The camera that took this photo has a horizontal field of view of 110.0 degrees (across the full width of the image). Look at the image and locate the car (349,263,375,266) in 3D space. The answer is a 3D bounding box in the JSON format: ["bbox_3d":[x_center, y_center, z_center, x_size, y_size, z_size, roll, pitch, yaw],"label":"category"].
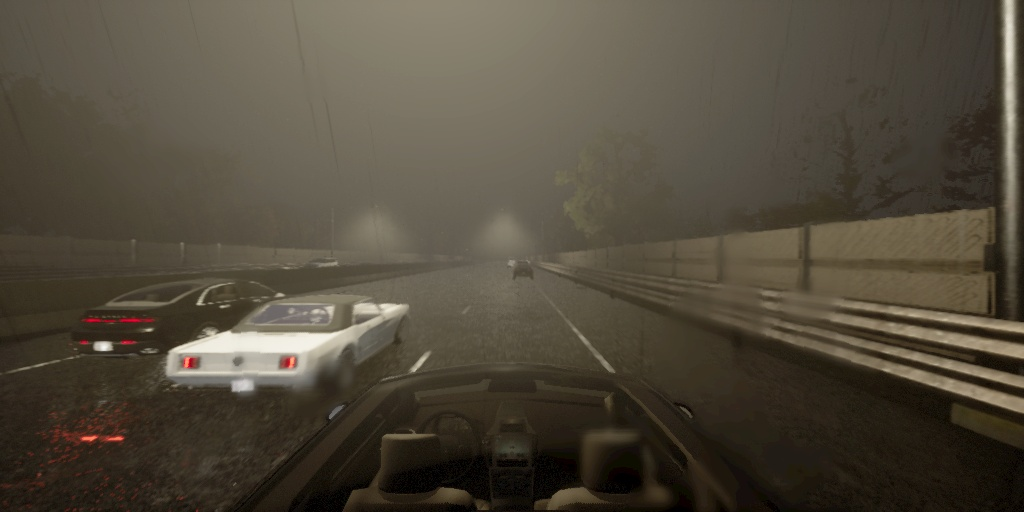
[{"bbox_3d":[-17.565,1.511,42.978,1.812,1.442,4.674,0,0,0],"label":"car"}]

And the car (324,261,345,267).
[{"bbox_3d":[-21.048,1.597,44.970,1.895,1.301,4.718,0,0,1],"label":"car"}]

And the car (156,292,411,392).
[{"bbox_3d":[-3.398,1.379,6.768,1.895,1.301,4.718,0,0,0],"label":"car"}]

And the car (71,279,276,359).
[{"bbox_3d":[-6.899,1.292,8.484,1.837,1.490,4.892,0,0,0],"label":"car"}]

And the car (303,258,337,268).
[{"bbox_3d":[-24.542,1.224,46.368,2.150,2.045,5.566,0,0,1],"label":"car"}]

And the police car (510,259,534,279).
[{"bbox_3d":[1.050,1.366,35.044,1.930,1.638,5.238,0,0,0],"label":"police car"}]
